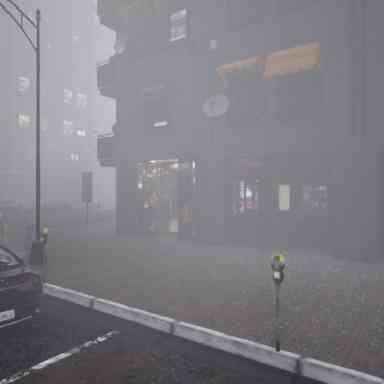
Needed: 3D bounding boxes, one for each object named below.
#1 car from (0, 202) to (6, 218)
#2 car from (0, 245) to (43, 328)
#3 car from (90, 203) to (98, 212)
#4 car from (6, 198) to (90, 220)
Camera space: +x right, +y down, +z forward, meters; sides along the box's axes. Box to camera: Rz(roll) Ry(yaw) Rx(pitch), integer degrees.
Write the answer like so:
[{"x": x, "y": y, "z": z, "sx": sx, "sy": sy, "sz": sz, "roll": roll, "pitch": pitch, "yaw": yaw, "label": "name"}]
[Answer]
[{"x": -14.033, "y": 1.350, "z": 26.064, "sx": 2.008, "sy": 1.369, "sz": 4.403, "roll": 1, "pitch": 1, "yaw": 35, "label": "car"}, {"x": -4.465, "y": 1.551, "z": 6.056, "sx": 4.403, "sy": 1.369, "sz": 2.008, "roll": 0, "pitch": 0, "yaw": 35, "label": "car"}, {"x": -10.944, "y": 1.250, "z": 30.490, "sx": 1.752, "sy": 1.417, "sz": 4.829, "roll": 1, "pitch": 1, "yaw": 35, "label": "car"}, {"x": -11.029, "y": 1.325, "z": 25.862, "sx": 2.033, "sy": 1.411, "sz": 5.357, "roll": 0, "pitch": 1, "yaw": 35, "label": "car"}]
